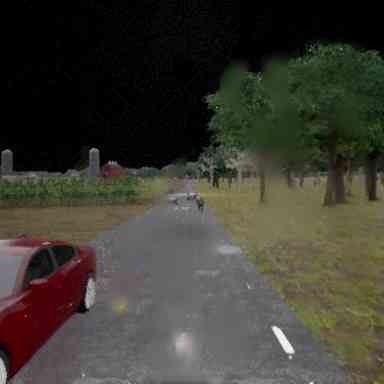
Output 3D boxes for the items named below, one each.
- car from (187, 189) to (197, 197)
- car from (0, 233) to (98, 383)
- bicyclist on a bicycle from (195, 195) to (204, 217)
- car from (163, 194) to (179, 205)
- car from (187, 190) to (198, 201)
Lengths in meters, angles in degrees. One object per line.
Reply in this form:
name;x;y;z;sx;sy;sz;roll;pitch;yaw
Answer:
car;0.007;0.214;75.534;2.097;1.767;4.553;0;2;0
car;-2.849;1.471;4.807;1.882;1.535;5.008;0;0;0
bicyclist on a bicycle;0.759;1.245;27.501;0.582;1.620;1.656;0;1;0
car;-2.827;1.006;46.207;1.837;1.490;4.892;0;1;0
car;0.047;0.797;59.326;1.812;1.442;4.674;0;1;0
